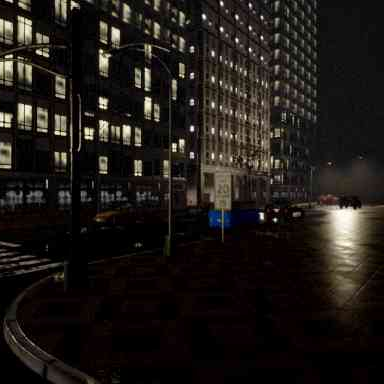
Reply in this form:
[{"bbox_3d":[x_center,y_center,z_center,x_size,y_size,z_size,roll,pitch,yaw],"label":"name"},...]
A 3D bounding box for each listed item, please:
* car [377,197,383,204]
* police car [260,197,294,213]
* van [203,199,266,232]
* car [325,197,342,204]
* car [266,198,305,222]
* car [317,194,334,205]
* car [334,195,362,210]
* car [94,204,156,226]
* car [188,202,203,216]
[{"bbox_3d":[38.158,1.658,66.536,1.947,1.339,4.313,0,0,38],"label":"car"},{"bbox_3d":[9.997,1.459,38.644,1.930,1.638,5.238,0,0,38],"label":"police car"},{"bbox_3d":[2.668,1.368,20.217,1.690,1.788,3.998,0,0,38],"label":"van"},{"bbox_3d":[28.521,1.625,66.932,2.008,1.369,4.403,0,0,38],"label":"car"},{"bbox_3d":[7.628,1.472,26.848,1.967,1.590,4.097,0,0,38],"label":"car"},{"bbox_3d":[25.129,1.381,62.523,2.192,1.841,5.009,0,0,38],"label":"car"},{"bbox_3d":[21.197,1.368,44.488,2.192,1.841,5.009,0,0,38],"label":"car"},{"bbox_3d":[-4.723,1.540,23.928,1.752,1.417,4.829,0,0,38],"label":"car"},{"bbox_3d":[1.382,1.604,31.653,1.802,1.307,4.206,0,0,38],"label":"car"}]
